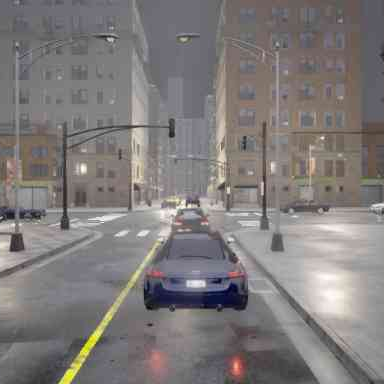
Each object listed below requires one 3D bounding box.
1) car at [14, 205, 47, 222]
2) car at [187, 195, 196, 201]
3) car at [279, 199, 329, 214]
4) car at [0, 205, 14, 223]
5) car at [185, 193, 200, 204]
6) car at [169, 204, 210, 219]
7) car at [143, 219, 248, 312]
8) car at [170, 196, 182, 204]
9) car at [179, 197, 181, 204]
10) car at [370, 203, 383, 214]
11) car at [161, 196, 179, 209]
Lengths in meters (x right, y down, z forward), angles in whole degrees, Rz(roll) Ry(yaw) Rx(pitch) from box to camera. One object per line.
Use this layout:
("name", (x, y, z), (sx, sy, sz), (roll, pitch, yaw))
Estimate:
("car", (-14.153, 1.647, 26.438), (4.718, 1.301, 1.895), (0, 0, 0))
("car", (-0.114, 1.583, 86.685), (2.128, 1.511, 4.902), (0, 0, 0))
("car", (11.157, 1.450, 33.298), (4.892, 1.490, 1.837), (0, 0, 0))
("car", (-15.224, 1.615, 23.183), (4.181, 1.385, 1.994), (0, 0, 0))
("car", (0.098, 1.248, 53.027), (2.150, 2.045, 5.566), (0, 0, 0))
("car", (-0.087, 1.525, 16.529), (1.812, 1.442, 4.674), (0, 0, -2))
("car", (0.083, 1.564, 7.785), (1.994, 1.385, 4.181), (0, 0, 0))
("car", (-3.081, 1.586, 65.756), (2.033, 1.411, 5.357), (0, 0, 0))
("car", (-3.105, 1.505, 55.118), (1.882, 1.535, 5.008), (0, 0, 0))
("car", (20.419, 1.439, 33.352), (4.674, 1.442, 1.812), (0, 0, -1))
("car", (-3.078, 1.617, 44.826), (1.895, 1.301, 4.718), (0, 0, 0))
